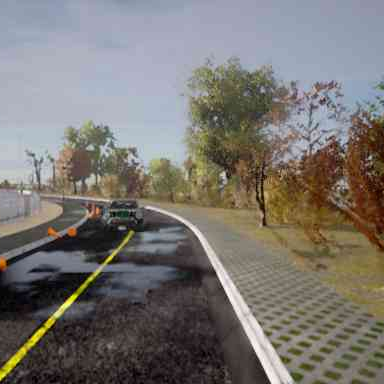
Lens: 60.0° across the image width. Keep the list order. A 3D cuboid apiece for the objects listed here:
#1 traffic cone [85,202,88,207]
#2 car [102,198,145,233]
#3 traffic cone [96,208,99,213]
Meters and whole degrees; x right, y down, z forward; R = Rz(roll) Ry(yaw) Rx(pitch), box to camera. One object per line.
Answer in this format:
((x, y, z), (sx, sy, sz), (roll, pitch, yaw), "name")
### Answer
((-12.178, 1.379, 38.501), (0.340, 0.580, 0.340), (0, 1, -27), "traffic cone")
((-3.739, 1.169, 18.475), (2.097, 1.767, 4.553), (0, 1, -9), "car")
((-7.522, 1.625, 25.019), (0.340, 0.580, 0.340), (28, -1, -5), "traffic cone")
